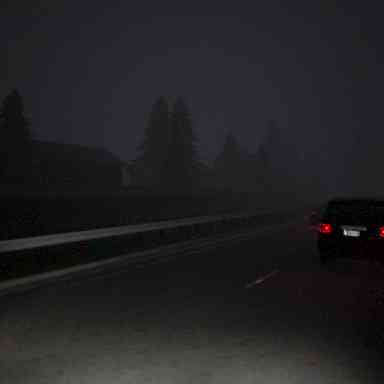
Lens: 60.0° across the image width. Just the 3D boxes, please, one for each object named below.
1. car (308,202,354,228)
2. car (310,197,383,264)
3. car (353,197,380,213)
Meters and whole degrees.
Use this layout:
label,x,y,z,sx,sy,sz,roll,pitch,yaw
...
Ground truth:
label,x,y,z,sx,sy,sz,roll,pitch,yaw
car,9.284,1.454,22.017,1.994,1.385,4.181,0,0,35
car,5.832,1.168,11.007,2.150,2.045,5.566,0,1,35
car,18.609,1.302,35.341,1.882,1.535,5.008,0,0,35
